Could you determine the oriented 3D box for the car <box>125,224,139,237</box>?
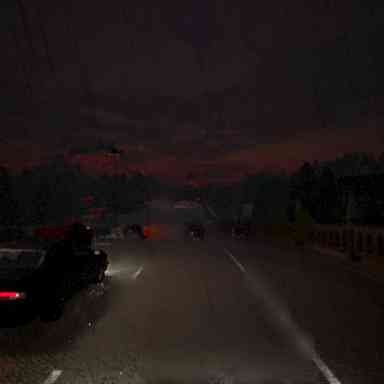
[{"bbox_3d":[-6.908,4.651,40.307,1.837,1.490,4.892,0,-6,0],"label":"car"}]

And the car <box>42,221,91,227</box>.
[{"bbox_3d":[-6.904,2.334,18.428,1.882,1.535,5.008,0,-5,0],"label":"car"}]

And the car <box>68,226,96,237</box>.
[{"bbox_3d":[-14.081,5.029,42.878,1.895,1.301,4.718,0,-6,0],"label":"car"}]

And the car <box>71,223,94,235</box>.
[{"bbox_3d":[-17.555,5.918,53.343,2.097,1.767,4.553,0,-6,0],"label":"car"}]

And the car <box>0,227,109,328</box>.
[{"bbox_3d":[-3.402,1.743,7.582,2.033,1.411,5.357,0,-2,0],"label":"car"}]

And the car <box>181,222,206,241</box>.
[{"bbox_3d":[0.095,3.241,27.545,2.128,1.511,4.902,0,-6,0],"label":"car"}]

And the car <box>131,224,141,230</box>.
[{"bbox_3d":[-14.015,8.779,83.633,1.895,1.301,4.718,0,-3,0],"label":"car"}]

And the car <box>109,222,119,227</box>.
[{"bbox_3d":[-21.016,8.762,89.503,1.812,1.442,4.674,0,-2,0],"label":"car"}]

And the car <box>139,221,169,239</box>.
[{"bbox_3d":[-3.406,3.569,31.791,2.097,1.767,4.553,0,-6,0],"label":"car"}]

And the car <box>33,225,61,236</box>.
[{"bbox_3d":[-21.062,5.560,48.657,1.837,1.490,4.892,0,-6,0],"label":"car"}]
